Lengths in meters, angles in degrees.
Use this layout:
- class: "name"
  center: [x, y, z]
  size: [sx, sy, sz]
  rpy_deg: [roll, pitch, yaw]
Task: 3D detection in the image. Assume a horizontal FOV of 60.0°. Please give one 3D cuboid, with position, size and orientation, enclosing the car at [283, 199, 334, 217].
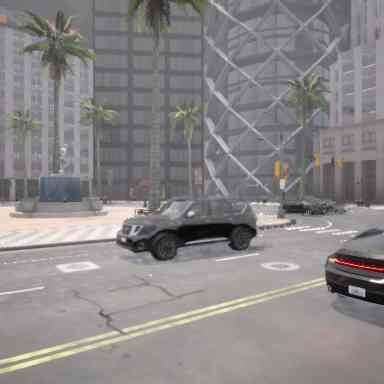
- class: "car"
  center: [10.584, 1.477, 31.807]
  size: [1.882, 1.535, 5.008]
  rpy_deg: [1, -1, -28]

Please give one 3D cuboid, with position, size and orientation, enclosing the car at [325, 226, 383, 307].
- class: "car"
  center: [4.893, 1.505, 7.279]
  size: [4.892, 1.490, 1.837]
  rpy_deg: [0, 0, -35]

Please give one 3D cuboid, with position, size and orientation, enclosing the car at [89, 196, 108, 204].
- class: "car"
  center: [-18.294, 1.478, 62.134]
  size: [5.008, 1.535, 1.882]
  rpy_deg: [0, 0, 2]

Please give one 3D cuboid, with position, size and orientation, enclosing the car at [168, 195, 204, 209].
- class: "car"
  center: [-0.883, 1.352, 45.818]
  size: [4.553, 1.767, 2.097]
  rpy_deg: [0, 0, 34]

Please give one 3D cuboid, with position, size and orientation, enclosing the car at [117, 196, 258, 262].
- class: "car"
  center: [0.022, 1.221, 12.543]
  size: [5.566, 2.045, 2.150]
  rpy_deg: [0, 0, -35]

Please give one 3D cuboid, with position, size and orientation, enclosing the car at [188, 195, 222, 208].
- class: "car"
  center: [1.877, 1.351, 48.050]
  size: [4.553, 1.767, 2.097]
  rpy_deg: [0, 0, 36]

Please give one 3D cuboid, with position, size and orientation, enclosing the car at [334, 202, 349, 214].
- class: "car"
  center: [13.604, 1.493, 34.354]
  size: [2.128, 1.511, 4.902]
  rpy_deg: [0, 0, -36]

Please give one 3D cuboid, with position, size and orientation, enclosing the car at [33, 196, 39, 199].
- class: "car"
  center: [-28.454, 1.492, 61.334]
  size: [4.902, 1.511, 2.128]
  rpy_deg: [0, 0, -10]
